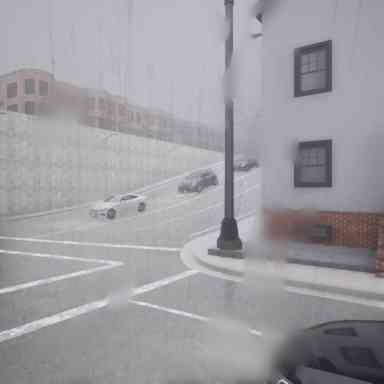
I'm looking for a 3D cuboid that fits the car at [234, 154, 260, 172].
[{"bbox_3d":[6.236,-3.503,39.357,2.097,1.767,4.553,0,14,35],"label":"car"}]

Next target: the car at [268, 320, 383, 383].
[{"bbox_3d":[2.773,1.526,1.993,4.674,1.442,1.812,0,0,36],"label":"car"}]

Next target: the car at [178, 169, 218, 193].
[{"bbox_3d":[0.553,-1.125,31.338,2.097,1.767,4.553,0,13,34],"label":"car"}]

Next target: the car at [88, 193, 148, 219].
[{"bbox_3d":[-5.071,0.864,23.311,1.812,1.442,4.674,0,7,35],"label":"car"}]
